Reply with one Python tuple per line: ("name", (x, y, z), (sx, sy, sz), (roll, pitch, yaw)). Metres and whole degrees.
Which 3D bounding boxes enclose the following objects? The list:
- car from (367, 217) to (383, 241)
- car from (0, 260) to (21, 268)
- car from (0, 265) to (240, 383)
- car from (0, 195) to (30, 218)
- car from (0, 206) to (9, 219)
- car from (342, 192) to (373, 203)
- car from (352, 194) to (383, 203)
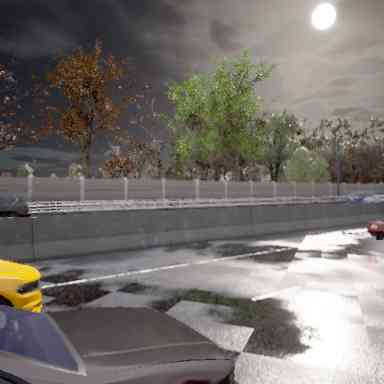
("car", (9.933, 1.507, 14.886), (4.718, 1.301, 1.895), (0, 0, -35))
("car", (-4.826, 1.486, 4.623), (5.008, 1.535, 1.882), (-1, 0, -35))
("car", (-2.148, 1.550, 2.221), (5.357, 1.411, 2.033), (0, 0, -35))
("car", (-13.060, 1.212, 20.454), (5.566, 2.045, 2.150), (0, 0, -35))
("car", (-12.186, 1.600, 16.802), (4.718, 1.301, 1.895), (0, 0, -35))
("car", (22.810, 0.984, 45.373), (5.566, 2.045, 2.150), (0, 0, -35))
("car", (21.921, 1.304, 40.504), (4.674, 1.442, 1.812), (0, 0, -35))
